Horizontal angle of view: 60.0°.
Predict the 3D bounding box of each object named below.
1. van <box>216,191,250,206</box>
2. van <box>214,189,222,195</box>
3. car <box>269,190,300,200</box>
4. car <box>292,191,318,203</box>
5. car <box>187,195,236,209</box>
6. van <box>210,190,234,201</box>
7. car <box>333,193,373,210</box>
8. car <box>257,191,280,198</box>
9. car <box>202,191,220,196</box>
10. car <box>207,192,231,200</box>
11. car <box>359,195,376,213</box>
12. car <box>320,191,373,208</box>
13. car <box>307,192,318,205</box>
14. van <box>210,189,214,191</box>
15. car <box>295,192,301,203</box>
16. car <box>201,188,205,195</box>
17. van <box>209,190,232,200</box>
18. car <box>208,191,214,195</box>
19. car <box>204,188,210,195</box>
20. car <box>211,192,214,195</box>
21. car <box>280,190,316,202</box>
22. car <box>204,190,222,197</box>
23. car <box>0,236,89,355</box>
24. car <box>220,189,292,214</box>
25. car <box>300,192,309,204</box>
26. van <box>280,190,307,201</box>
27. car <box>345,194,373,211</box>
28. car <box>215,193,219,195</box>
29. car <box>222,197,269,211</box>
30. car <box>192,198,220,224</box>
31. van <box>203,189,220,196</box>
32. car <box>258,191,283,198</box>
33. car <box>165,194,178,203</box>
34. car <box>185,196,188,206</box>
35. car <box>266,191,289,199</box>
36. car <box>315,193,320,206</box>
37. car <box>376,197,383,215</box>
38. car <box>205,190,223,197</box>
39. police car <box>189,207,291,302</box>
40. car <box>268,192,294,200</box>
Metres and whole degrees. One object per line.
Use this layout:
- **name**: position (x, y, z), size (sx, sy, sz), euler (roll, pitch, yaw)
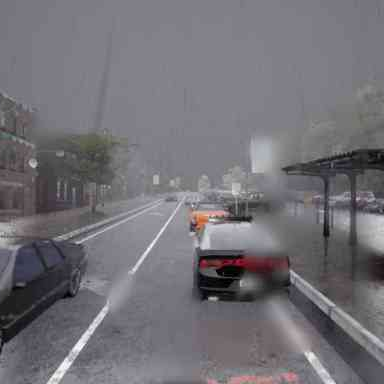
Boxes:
- **van**: position (5.734, 0.900, 46.871), size (4.442, 1.987, 1.878), euler (0, 1, 0)
- **van**: position (5.510, 0.930, 44.068), size (4.442, 1.987, 1.878), euler (0, 1, 0)
- **car**: position (18.657, 0.578, 67.049), size (5.566, 2.045, 2.435), euler (0, 1, 0)
- **car**: position (18.704, 1.080, 53.176), size (4.792, 1.488, 2.163), euler (0, 1, 0)
- **car**: position (0.937, 1.254, 18.297), size (2.097, 1.767, 4.553), euler (0, 1, 0)
- **van**: position (5.677, 0.658, 63.694), size (4.442, 1.987, 1.878), euler (0, 1, 0)
- **car**: position (18.737, 1.226, 36.517), size (5.008, 1.535, 2.097), euler (0, 1, 0)
- **car**: position (18.587, 0.597, 80.931), size (4.892, 1.521, 2.231), euler (0, 1, 0)
- **car**: position (5.450, 0.365, 94.529), size (5.008, 1.535, 2.097), euler (0, 1, 0)
- **car**: position (5.535, 0.791, 69.304), size (4.892, 1.521, 2.231), euler (0, 1, 0)
- **car**: position (18.758, 1.277, 30.965), size (4.892, 1.521, 2.231), euler (0, 1, 0)
- **car**: position (18.694, 0.950, 39.290), size (5.566, 2.045, 2.435), euler (0, 1, 0)
- **car**: position (18.699, 1.149, 44.844), size (5.008, 1.535, 2.097), euler (0, 1, 0)
- **van**: position (5.696, 0.752, 58.090), size (4.442, 1.987, 1.878), euler (0, 1, 0)
- **car**: position (18.656, 1.119, 50.393), size (4.792, 1.488, 2.163), euler (0, 1, 0)
- **car**: position (5.484, 0.397, 77.708), size (5.566, 2.045, 2.435), euler (0, 1, 0)
- **van**: position (5.667, 0.611, 66.497), size (4.442, 1.987, 1.878), euler (0, 1, 0)
- **car**: position (5.595, 1.020, 55.286), size (4.892, 1.521, 2.231), euler (0, 1, 0)
- **car**: position (5.542, 0.680, 60.889), size (5.566, 2.045, 2.435), euler (0, 1, 0)
- **car**: position (5.637, 1.125, 49.676), size (4.792, 1.488, 2.163), euler (0, 1, 0)
- **car**: position (18.685, 0.718, 58.723), size (5.566, 2.045, 2.435), euler (0, 1, 0)
- **car**: position (5.452, 0.381, 86.118), size (4.553, 1.767, 2.185), euler (0, 1, 0)
- **car**: position (-3.361, 1.535, 5.698), size (2.033, 1.411, 5.357), euler (0, 0, 0)
- **car**: position (5.646, 1.032, 30.049), size (5.566, 2.045, 2.435), euler (0, 1, 0)
- **car**: position (18.879, 1.116, 47.622), size (5.366, 1.575, 1.946), euler (0, 1, 0)
- **van**: position (18.764, 0.697, 61.500), size (4.442, 1.987, 1.878), euler (0, 1, 0)
- **car**: position (18.747, 1.251, 33.741), size (5.008, 1.535, 2.097), euler (0, 1, 0)
- **car**: position (5.631, 1.182, 41.264), size (5.008, 1.535, 2.097), euler (0, 1, 0)
- **car**: position (5.658, 1.273, 35.658), size (4.674, 1.452, 2.002), euler (0, 1, 0)
- **car**: position (0.925, 1.303, 24.526), size (1.801, 1.575, 5.366), euler (0, 1, 0)
- **van**: position (5.348, 0.187, 91.722), size (4.442, 1.987, 1.878), euler (0, 1, 0)
- **car**: position (18.405, 0.639, 78.154), size (5.366, 1.575, 1.946), euler (0, 1, 0)
- **car**: position (-3.362, 1.072, 55.114), size (1.994, 1.385, 4.181), euler (0, 1, 0)
- **car**: position (-0.060, 1.214, 46.852), size (1.895, 1.301, 4.718), euler (0, 1, 1)
- **car**: position (18.640, 0.610, 72.603), size (4.553, 1.767, 2.185), euler (0, 1, 0)
- **car**: position (18.707, 1.177, 42.067), size (4.892, 1.521, 2.231), euler (0, 1, 0)
- **car**: position (18.790, 1.330, 28.191), size (4.792, 1.488, 2.163), euler (0, 1, 0)
- **car**: position (5.462, 0.428, 83.315), size (4.553, 1.767, 2.185), euler (0, 1, 0)
- **police car**: position (0.958, 1.401, 8.428), size (1.930, 1.638, 5.238), euler (0, 0, 0)
- **car**: position (18.590, 0.812, 69.829), size (4.792, 1.488, 2.163), euler (0, 1, 0)
